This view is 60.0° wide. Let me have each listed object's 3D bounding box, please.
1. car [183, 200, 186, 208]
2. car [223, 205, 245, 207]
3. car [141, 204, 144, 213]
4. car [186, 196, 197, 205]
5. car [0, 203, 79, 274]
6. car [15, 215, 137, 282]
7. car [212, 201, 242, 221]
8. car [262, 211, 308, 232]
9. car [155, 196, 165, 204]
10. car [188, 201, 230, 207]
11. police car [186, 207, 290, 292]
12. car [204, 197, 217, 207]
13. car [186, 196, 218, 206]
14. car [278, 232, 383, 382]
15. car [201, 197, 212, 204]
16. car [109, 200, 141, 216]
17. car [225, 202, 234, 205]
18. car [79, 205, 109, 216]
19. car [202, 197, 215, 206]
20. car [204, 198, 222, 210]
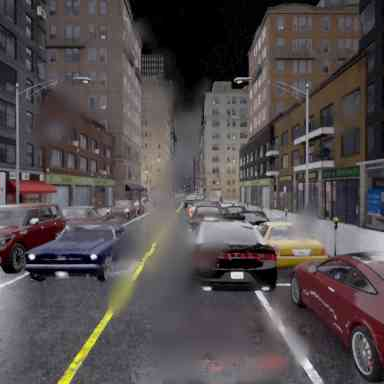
[{"bbox_3d":[-0.116,1.474,46.400,1.837,1.490,4.892,0,0,0],"label":"car"},{"bbox_3d":[2.814,1.558,16.328,1.947,1.339,4.313,-1,0,0],"label":"car"},{"bbox_3d":[-5.765,1.563,33.063,1.802,1.307,4.206,-1,0,0],"label":"car"},{"bbox_3d":[-0.162,1.430,60.140,1.882,1.535,5.008,0,0,0],"label":"car"},{"bbox_3d":[-5.708,1.310,10.720,2.192,1.841,5.009,-1,0,0],"label":"car"},{"bbox_3d":[-3.027,1.596,9.915,1.895,1.301,4.718,0,0,0],"label":"car"},{"bbox_3d":[2.787,1.536,27.500,2.008,1.369,4.403,-1,0,0],"label":"car"},{"bbox_3d":[2.827,1.520,10.913,1.752,1.417,4.829,-1,0,0],"label":"car"},{"bbox_3d":[-5.841,1.496,60.991,1.887,1.381,4.507,-1,0,0],"label":"car"},{"bbox_3d":[0.848,1.496,18.964,1.837,1.490,4.892,0,0,0],"label":"car"},{"bbox_3d":[0.875,1.421,9.074,1.930,1.638,5.238,0,0,0],"label":"police car"},{"bbox_3d":[2.731,1.490,50.013,1.752,1.417,4.829,-1,0,0],"label":"car"},{"bbox_3d":[0.767,1.339,24.927,2.097,1.767,4.553,0,0,-1],"label":"car"},{"bbox_3d":[2.842,1.580,5.156,1.802,1.307,4.206,-1,0,0],"label":"car"},{"bbox_3d":[2.705,1.533,61.015,1.802,1.307,4.206,-1,0,0],"label":"car"},{"bbox_3d":[-5.752,1.425,27.477,1.967,1.590,4.097,-1,0,0],"label":"car"},{"bbox_3d":[2.801,1.555,21.914,1.947,1.339,4.313,-1,0,0],"label":"car"},{"bbox_3d":[-5.722,1.432,16.306,1.967,1.590,4.097,-1,0,0],"label":"car"},{"bbox_3d":[2.719,1.524,55.430,1.947,1.339,4.313,-1,0,0],"label":"car"},{"bbox_3d":[2.746,1.522,44.258,2.008,1.369,4.403,-1,0,0],"label":"car"}]
